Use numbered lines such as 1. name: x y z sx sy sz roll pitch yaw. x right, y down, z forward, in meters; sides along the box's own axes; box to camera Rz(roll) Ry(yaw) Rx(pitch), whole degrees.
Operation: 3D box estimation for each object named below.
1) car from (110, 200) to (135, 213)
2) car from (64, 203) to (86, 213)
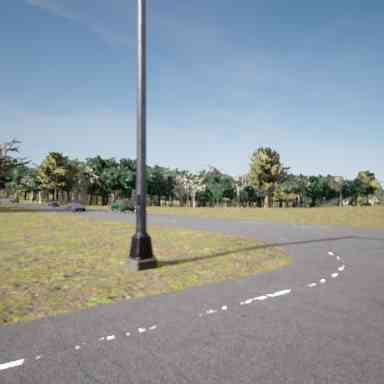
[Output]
1. car: -11.074 2.266 52.776 2.150 2.045 5.566 3 -3 -36
2. car: -17.589 2.347 49.866 2.033 1.411 5.357 3 -3 -37
